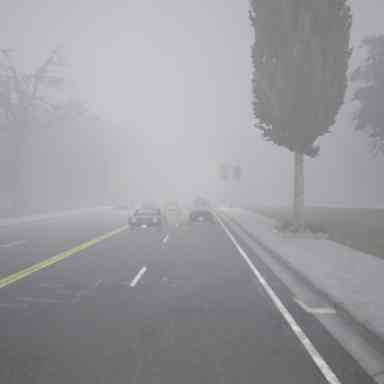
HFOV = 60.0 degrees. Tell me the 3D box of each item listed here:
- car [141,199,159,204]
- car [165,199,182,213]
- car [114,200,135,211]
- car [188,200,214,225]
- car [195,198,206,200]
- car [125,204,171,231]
[{"bbox_3d":[-5.475,1.642,43.415,1.882,1.535,5.008,0,0,1],"label":"car"},{"bbox_3d":[-2.218,1.606,39.555,1.882,1.535,5.008,0,0,1],"label":"car"},{"bbox_3d":[-8.724,1.729,43.493,2.033,1.411,5.357,0,0,1],"label":"car"},{"bbox_3d":[0.664,1.600,24.453,1.812,1.442,4.674,0,0,1],"label":"car"},{"bbox_3d":[1.080,1.495,41.550,2.097,1.767,4.553,0,0,1],"label":"car"},{"bbox_3d":[-2.665,1.658,21.156,1.895,1.301,4.718,0,0,1],"label":"car"}]
